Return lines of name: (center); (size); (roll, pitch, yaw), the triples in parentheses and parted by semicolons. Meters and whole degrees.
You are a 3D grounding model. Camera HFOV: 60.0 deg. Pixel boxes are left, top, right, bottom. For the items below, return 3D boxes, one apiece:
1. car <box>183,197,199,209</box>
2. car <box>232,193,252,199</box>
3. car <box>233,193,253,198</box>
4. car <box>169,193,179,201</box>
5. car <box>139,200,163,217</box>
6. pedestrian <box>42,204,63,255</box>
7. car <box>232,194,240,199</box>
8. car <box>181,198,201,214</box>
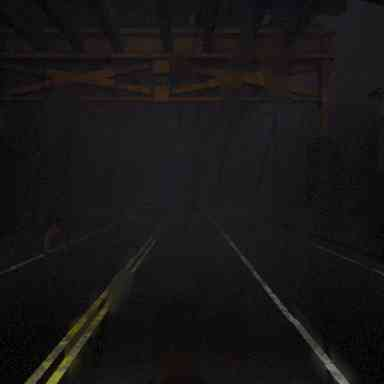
car: (-0.134, 1.487, 45.168); (2.033, 1.411, 5.357); (0, 0, 0)
car: (13.130, 0.940, 87.603); (4.974, 1.542, 2.038); (0, 1, 25)
car: (12.874, 0.830, 83.459); (4.536, 1.218, 1.853); (0, 1, -20)
car: (-3.876, 1.038, 71.850); (1.882, 1.535, 5.008); (0, 1, 0)
car: (-3.762, 1.468, 31.186); (1.882, 1.535, 5.008); (0, 0, 0)
pedestrian: (-4.843, 1.291, 11.567); (0.375, 1.860, 0.375); (-1, 1, 0)
car: (12.825, 0.988, 83.443); (4.974, 1.542, 2.038); (0, 1, -20)
car: (-0.080, 1.462, 34.885); (1.882, 1.535, 5.008); (0, 0, 0)
